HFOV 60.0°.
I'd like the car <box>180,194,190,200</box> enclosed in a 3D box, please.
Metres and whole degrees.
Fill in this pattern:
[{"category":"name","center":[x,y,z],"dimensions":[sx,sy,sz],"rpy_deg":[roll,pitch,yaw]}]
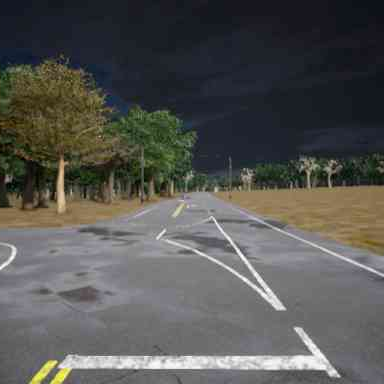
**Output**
[{"category":"car","center":[-1.545,1.177,77.808],"dimensions":[1.812,1.442,4.674],"rpy_deg":[0,1,8]}]
